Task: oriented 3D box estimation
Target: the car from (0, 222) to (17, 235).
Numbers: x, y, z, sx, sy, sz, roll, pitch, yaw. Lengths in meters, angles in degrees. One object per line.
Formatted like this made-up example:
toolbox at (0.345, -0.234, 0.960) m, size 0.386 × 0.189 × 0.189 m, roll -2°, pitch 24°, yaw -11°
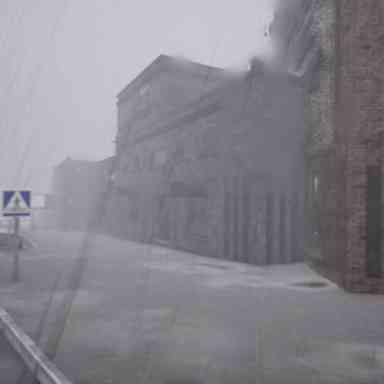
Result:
car at (-23.340, 4.622, 42.029) m, size 2.002 × 1.452 × 4.674 m, roll 2°, pitch -5°, yaw -29°

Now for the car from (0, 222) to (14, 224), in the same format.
car at (-15.343, 3.481, 27.592) m, size 2.163 × 1.488 × 4.792 m, roll 1°, pitch -5°, yaw -29°

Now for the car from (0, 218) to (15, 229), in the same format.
car at (-36.712, 6.221, 66.186) m, size 2.435 × 2.045 × 5.566 m, roll 2°, pitch -5°, yaw -29°

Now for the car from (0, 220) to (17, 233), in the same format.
car at (-26.060, 4.841, 46.946) m, size 2.185 × 1.767 × 4.553 m, roll 2°, pitch -5°, yaw -29°

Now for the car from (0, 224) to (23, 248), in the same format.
car at (-12.671, 3.116, 22.803) m, size 2.002 × 1.452 × 4.674 m, roll 3°, pitch -6°, yaw -29°

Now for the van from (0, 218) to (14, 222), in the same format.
van at (-18.060, 3.609, 32.507) m, size 1.878 × 1.987 × 4.442 m, roll 2°, pitch -5°, yaw -29°

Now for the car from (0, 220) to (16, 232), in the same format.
car at (-28.730, 5.218, 51.769) m, size 2.185 × 1.767 × 4.553 m, roll 2°, pitch -5°, yaw -29°

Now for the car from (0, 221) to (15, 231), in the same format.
car at (-31.411, 5.724, 56.604) m, size 2.231 × 1.521 × 4.892 m, roll 2°, pitch -5°, yaw -29°
